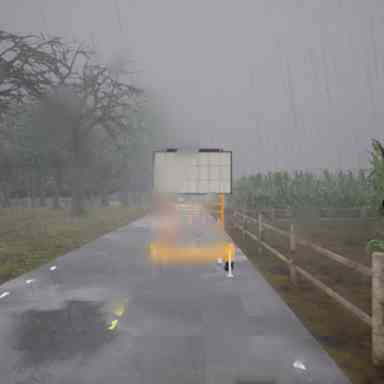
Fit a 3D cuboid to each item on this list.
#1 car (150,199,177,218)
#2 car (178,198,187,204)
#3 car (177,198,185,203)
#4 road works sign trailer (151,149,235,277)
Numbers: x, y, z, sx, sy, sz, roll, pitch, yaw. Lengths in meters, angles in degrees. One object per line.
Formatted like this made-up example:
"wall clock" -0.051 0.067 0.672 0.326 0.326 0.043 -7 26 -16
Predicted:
"car" -2.781 1.666 31.626 2.033 1.411 5.357 0 0 0
"car" -2.547 2.445 90.295 2.128 1.511 4.902 0 -2 0
"car" -2.588 2.003 71.844 1.882 1.535 5.008 0 -1 0
"road works sign trailer" 0.023 0.477 10.272 2.380 3.560 2.880 0 0 0
